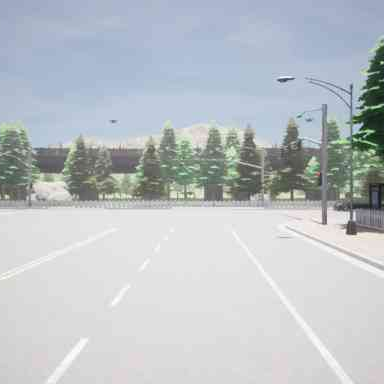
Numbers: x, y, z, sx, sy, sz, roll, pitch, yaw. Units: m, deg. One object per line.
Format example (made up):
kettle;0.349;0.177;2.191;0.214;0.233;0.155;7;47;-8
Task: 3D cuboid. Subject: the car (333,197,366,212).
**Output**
car;18.538;1.296;37.902;4.553;1.767;2.097;0;0;2

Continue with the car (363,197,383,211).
car;20.536;1.508;34.328;4.181;1.385;1.994;0;0;2
